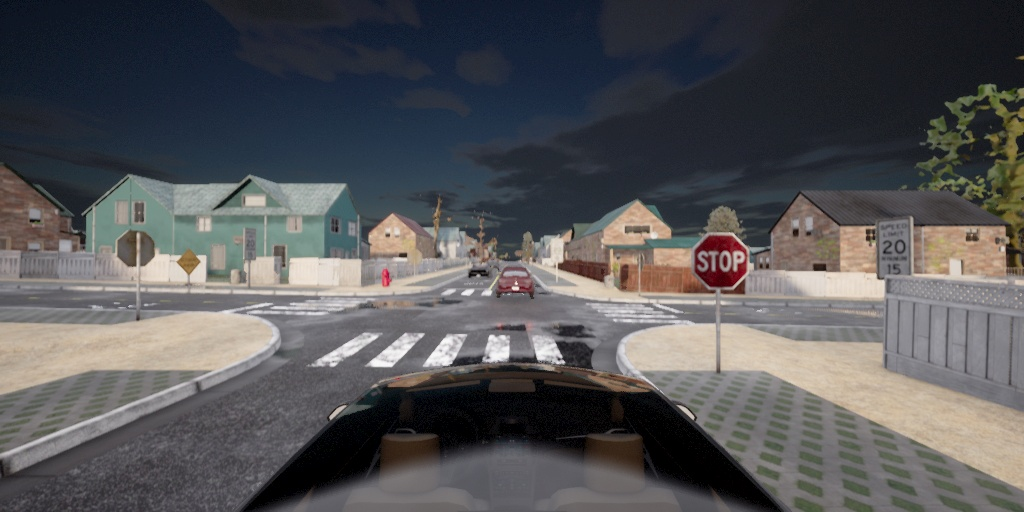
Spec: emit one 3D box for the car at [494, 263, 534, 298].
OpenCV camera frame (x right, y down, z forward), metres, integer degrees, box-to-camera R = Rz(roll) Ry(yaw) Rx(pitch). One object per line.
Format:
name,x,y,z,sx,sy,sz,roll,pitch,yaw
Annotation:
car,0.166,1.279,18.794,1.812,1.442,4.674,0,1,0

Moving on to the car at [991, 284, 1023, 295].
car,22.709,1.787,14.895,4.892,1.490,1.837,1,-1,0

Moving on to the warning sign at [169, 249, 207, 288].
warning sign,-15.738,0.566,17.445,1.060,1.860,1.300,0,0,0

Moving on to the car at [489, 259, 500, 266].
car,-2.676,1.207,49.890,1.837,1.490,4.892,0,0,0

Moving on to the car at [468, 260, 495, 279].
car,-2.750,1.303,31.488,1.895,1.301,4.718,0,0,0
